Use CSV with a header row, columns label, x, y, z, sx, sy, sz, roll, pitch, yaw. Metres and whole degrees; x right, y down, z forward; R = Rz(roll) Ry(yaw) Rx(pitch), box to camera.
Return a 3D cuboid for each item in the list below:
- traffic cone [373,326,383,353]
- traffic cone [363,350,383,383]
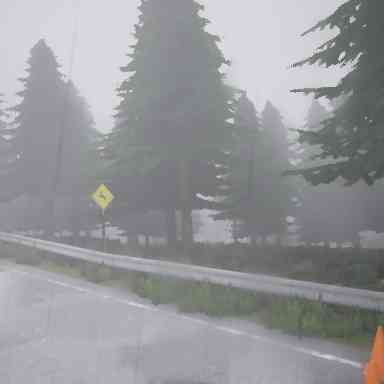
label,x,y,z,sx,sy,sz,roll,pitch,yaw
traffic cone,2.327,1.956,4.109,0.340,0.580,0.340,0,0,34
traffic cone,1.783,1.956,3.273,0.340,0.580,0.340,0,0,33
